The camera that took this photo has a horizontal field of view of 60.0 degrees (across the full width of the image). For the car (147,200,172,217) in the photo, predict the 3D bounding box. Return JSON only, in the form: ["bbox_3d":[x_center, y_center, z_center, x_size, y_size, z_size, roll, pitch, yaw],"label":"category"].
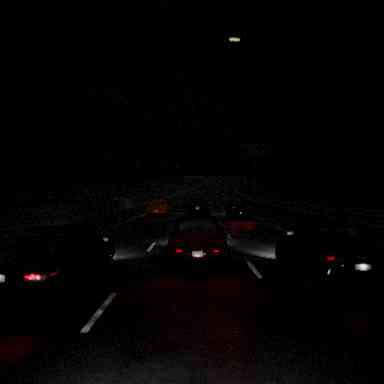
[{"bbox_3d":[-2.956,1.472,30.869,1.882,1.535,5.008,0,0,2],"label":"car"}]

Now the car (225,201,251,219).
[{"bbox_3d":[4.006,1.492,29.370,2.128,1.511,4.902,0,0,1],"label":"car"}]

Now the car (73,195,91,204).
[{"bbox_3d":[-19.504,1.259,59.241,2.128,1.511,4.902,0,1,3],"label":"car"}]

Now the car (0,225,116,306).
[{"bbox_3d":[-3.357,1.545,8.283,2.033,1.411,5.357,0,0,0],"label":"car"}]

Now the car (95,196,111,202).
[{"bbox_3d":[-15.972,1.322,59.752,1.994,1.385,4.181,0,1,3],"label":"car"}]

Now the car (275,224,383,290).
[{"bbox_3d":[3.656,1.565,9.080,1.994,1.385,4.181,0,0,0],"label":"car"}]

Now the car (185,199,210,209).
[{"bbox_3d":[0.499,1.350,29.084,2.097,1.767,4.553,0,0,1],"label":"car"}]

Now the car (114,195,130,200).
[{"bbox_3d":[-12.480,1.238,59.665,1.882,1.535,5.008,0,1,3],"label":"car"}]

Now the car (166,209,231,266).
[{"bbox_3d":[0.178,1.525,11.407,1.812,1.442,4.674,0,0,1],"label":"car"}]
